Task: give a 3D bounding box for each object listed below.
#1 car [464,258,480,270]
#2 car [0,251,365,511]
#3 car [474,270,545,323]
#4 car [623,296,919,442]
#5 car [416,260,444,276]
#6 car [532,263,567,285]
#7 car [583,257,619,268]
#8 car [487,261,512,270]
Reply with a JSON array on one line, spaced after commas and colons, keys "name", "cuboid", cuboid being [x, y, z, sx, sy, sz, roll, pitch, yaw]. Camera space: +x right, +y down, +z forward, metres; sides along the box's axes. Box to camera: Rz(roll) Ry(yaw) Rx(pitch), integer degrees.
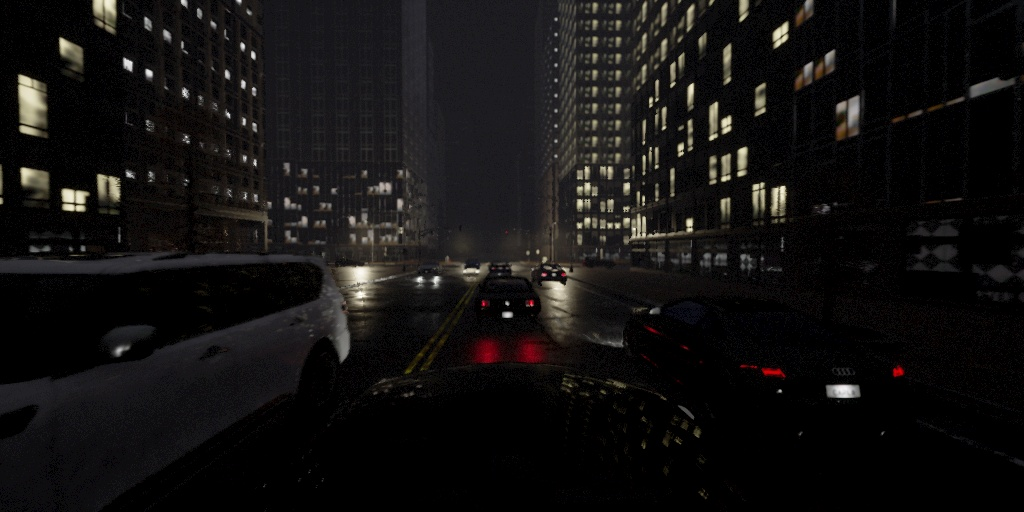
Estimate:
[{"name": "car", "cuboid": [-5.259, 1.063, 47.881, 1.882, 1.535, 5.008, 0, 0, -3]}, {"name": "car", "cuboid": [-3.399, 0.973, 2.950, 2.150, 2.045, 5.566, 0, 0, -1]}, {"name": "car", "cuboid": [-0.203, 1.312, 12.022, 1.895, 1.301, 4.718, 0, 0, -2]}, {"name": "car", "cuboid": [3.230, 1.293, 5.538, 1.994, 1.385, 4.181, 0, 0, -1]}, {"name": "car", "cuboid": [-7.990, 1.156, 35.317, 1.812, 1.442, 4.674, 0, 0, -3]}, {"name": "car", "cuboid": [2.477, 1.200, 24.660, 2.033, 1.411, 5.357, 0, 0, -3]}, {"name": "car", "cuboid": [13.767, 1.011, 57.006, 5.009, 1.841, 2.192, 0, 0, -2]}, {"name": "car", "cuboid": [-0.995, 1.133, 29.133, 2.128, 1.511, 4.902, 0, 0, -3]}]
